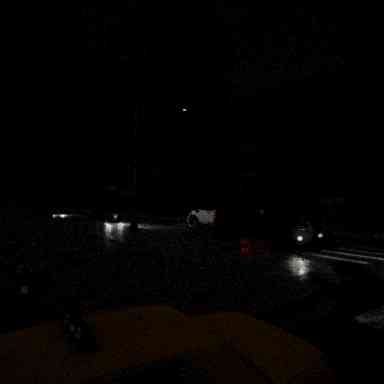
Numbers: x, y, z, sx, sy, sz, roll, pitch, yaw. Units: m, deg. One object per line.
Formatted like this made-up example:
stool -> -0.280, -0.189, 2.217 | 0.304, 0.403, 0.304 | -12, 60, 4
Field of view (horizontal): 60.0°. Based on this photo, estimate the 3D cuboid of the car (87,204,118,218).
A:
car -> -10.685, 2.156, 39.353 | 1.882, 1.535, 5.008 | 2, -2, -36

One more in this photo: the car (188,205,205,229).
car -> 1.980, 1.493, 21.663 | 2.150, 2.045, 5.566 | 2, -2, -36

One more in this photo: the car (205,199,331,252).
car -> 3.250, 1.329, 14.823 | 2.150, 2.045, 5.566 | 2, -2, -36

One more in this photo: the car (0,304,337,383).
car -> -0.991, 1.526, 2.083 | 4.829, 1.417, 1.752 | 0, 1, -35

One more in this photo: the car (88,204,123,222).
car -> -7.971, 1.928, 30.501 | 2.128, 1.511, 4.902 | 2, -2, -36

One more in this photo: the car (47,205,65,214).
car -> -19.120, 2.438, 46.238 | 1.994, 1.385, 4.181 | 2, -2, -36
